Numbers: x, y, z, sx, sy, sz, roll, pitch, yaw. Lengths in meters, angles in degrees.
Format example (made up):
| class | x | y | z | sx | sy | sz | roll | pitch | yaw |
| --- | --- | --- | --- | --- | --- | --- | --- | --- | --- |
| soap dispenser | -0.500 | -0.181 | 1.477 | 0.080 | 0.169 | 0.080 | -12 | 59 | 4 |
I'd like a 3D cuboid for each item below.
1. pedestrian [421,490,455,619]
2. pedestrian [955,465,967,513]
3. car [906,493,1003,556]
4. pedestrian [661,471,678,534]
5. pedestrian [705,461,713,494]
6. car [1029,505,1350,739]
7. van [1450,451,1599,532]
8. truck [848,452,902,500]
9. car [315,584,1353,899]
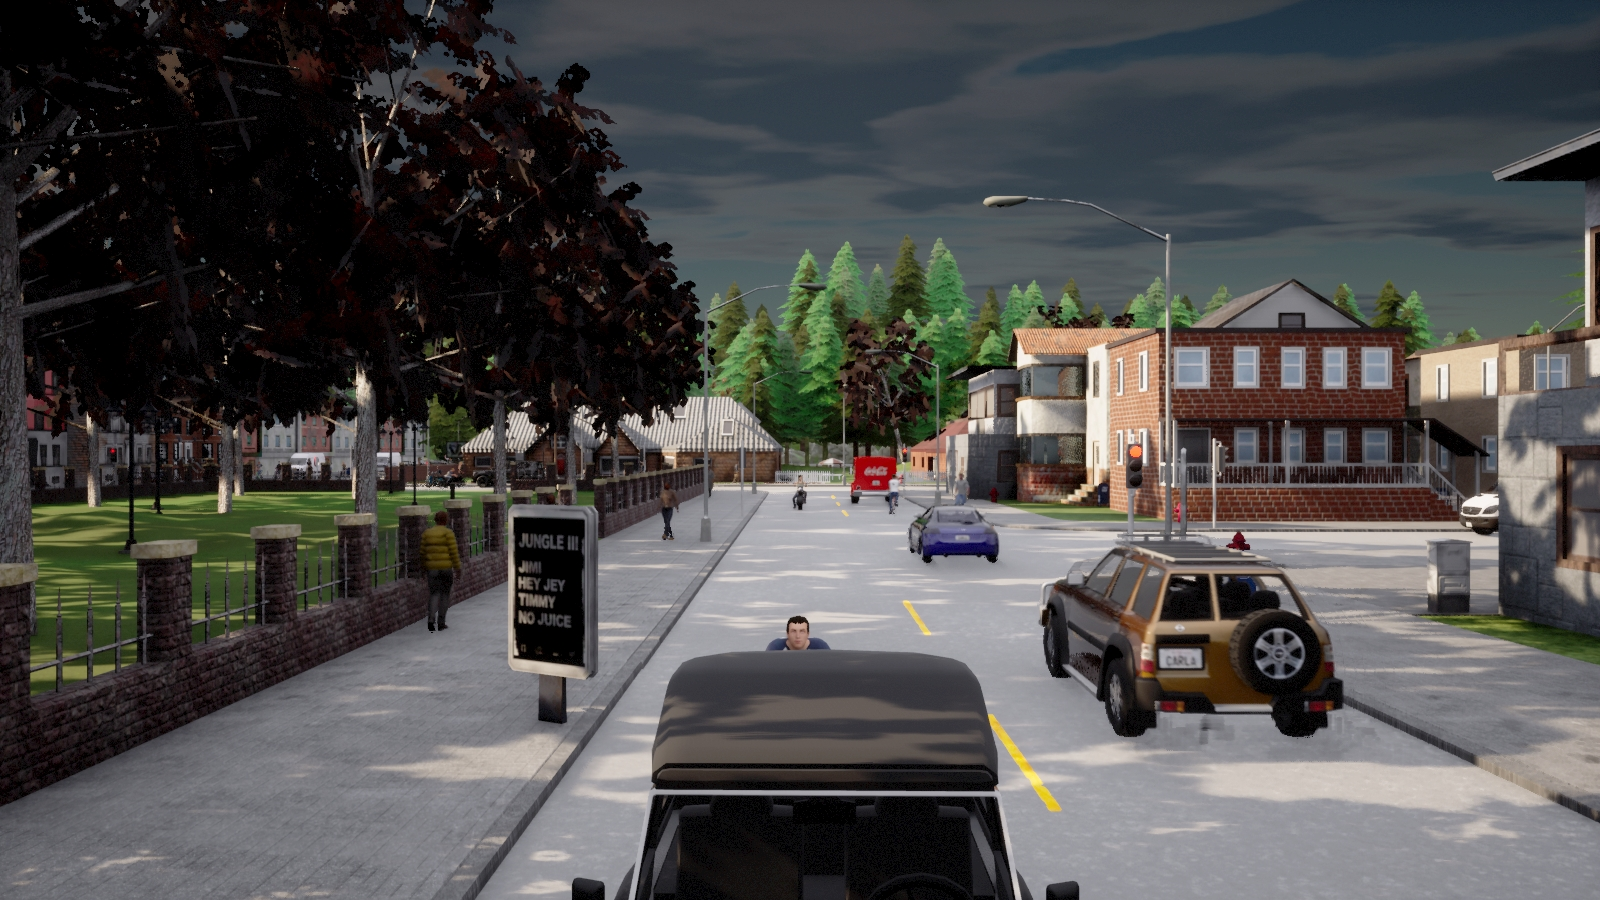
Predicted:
| class | x | y | z | sx | sy | sz | roll | pitch | yaw |
| --- | --- | --- | --- | --- | --- | --- | --- | --- | --- |
| pedestrian | -5.327 | 1.532 | 16.800 | 0.375 | 1.860 | 0.375 | 0 | 0 | 2 |
| pedestrian | 6.370 | 1.534 | 45.115 | 0.375 | 1.860 | 0.375 | 0 | 0 | 28 |
| car | 4.002 | 1.911 | 30.159 | 1.994 | 1.385 | 4.181 | 0 | 0 | 0 |
| pedestrian | -3.848 | 1.539 | 33.635 | 0.375 | 1.860 | 0.375 | 0 | 0 | 18 |
| pedestrian | -5.125 | 1.551 | 64.333 | 0.375 | 1.860 | 0.375 | 0 | 0 | 8 |
| car | 3.945 | 1.650 | 12.514 | 1.932 | 1.855 | 4.605 | 0 | 0 | 0 |
| van | 24.712 | 1.329 | 37.232 | 5.915 | 2.561 | 1.988 | 0 | 0 | 0 |
| truck | 3.969 | 1.372 | 61.570 | 2.627 | 2.467 | 5.204 | 0 | 0 | 1 |
| car | 0.090 | 1.640 | 4.031 | 1.905 | 1.878 | 3.866 | 0 | 0 | 1 |
